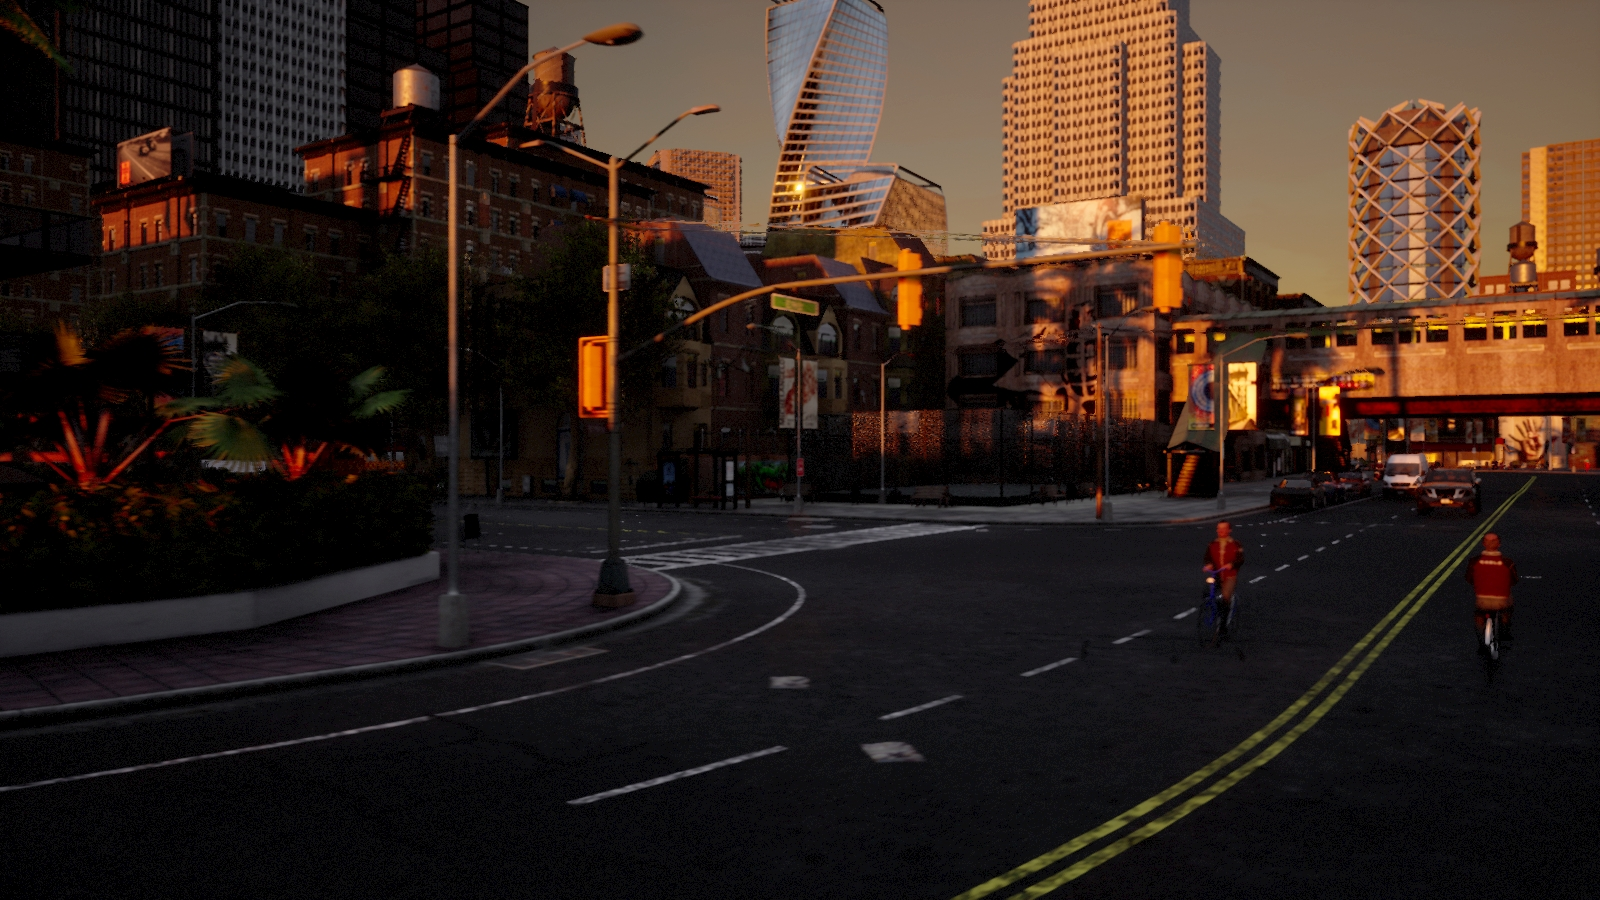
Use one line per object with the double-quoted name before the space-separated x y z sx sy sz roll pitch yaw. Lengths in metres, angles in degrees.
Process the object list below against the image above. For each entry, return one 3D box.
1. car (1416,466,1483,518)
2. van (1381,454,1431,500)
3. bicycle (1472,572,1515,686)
"car" 28.558 1.783 50.157 2.150 2.045 5.566 0 0 34
"van" 35.515 1.542 66.921 1.988 2.561 5.915 0 0 34
"bicycle" 8.757 2.212 14.406 0.329 1.171 1.835 0 0 35
